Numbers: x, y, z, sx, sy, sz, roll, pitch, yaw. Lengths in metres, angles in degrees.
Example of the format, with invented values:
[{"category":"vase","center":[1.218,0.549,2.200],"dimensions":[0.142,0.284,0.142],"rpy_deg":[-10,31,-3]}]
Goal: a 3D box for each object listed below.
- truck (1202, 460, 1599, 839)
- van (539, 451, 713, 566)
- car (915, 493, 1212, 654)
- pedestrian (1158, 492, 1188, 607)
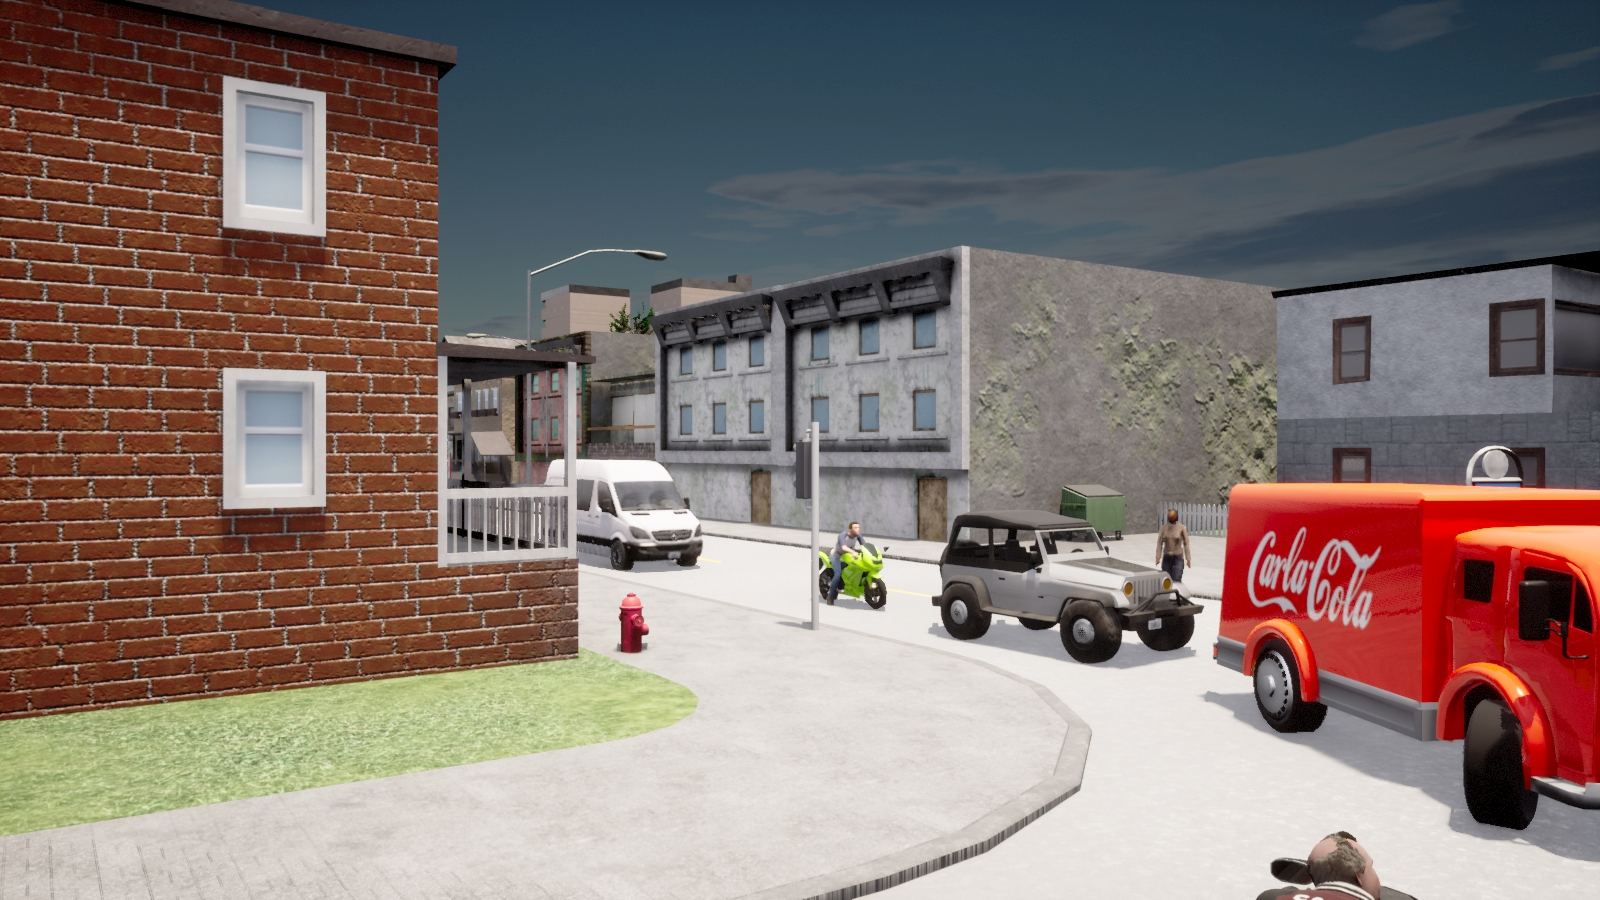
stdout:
[{"category":"truck","center":[6.068,1.348,10.309],"dimensions":[2.627,2.467,5.204],"rpy_deg":[0,0,-6]},{"category":"van","center":[-4.500,1.315,28.631],"dimensions":[1.988,2.561,5.915],"rpy_deg":[0,0,-34]},{"category":"car","center":[3.680,1.637,16.521],"dimensions":[1.905,1.878,3.866],"rpy_deg":[0,0,-36]},{"category":"pedestrian","center":[6.175,1.628,18.900],"dimensions":[0.375,1.860,0.375],"rpy_deg":[0,0,35]}]
